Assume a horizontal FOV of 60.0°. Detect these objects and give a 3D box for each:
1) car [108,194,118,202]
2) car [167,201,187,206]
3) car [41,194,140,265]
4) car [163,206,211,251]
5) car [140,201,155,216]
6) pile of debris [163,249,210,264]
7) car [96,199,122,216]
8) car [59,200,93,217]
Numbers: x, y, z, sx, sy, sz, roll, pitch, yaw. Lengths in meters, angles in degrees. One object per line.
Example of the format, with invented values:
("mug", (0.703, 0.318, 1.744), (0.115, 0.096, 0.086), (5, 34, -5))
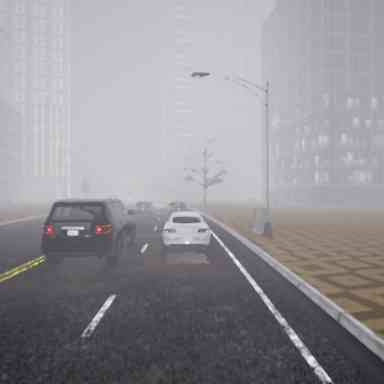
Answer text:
("car", (-17.646, 1.295, 74.251), (2.097, 1.767, 4.553), (0, 0, -12))
("car", (-1.400, 1.574, 32.045), (2.033, 1.411, 5.357), (0, 0, -5))
("car", (-3.410, 1.235, 11.953), (2.150, 2.045, 5.566), (0, 0, -2))
("car", (-0.257, 1.537, 14.071), (1.812, 1.442, 4.674), (0, 0, -2))
("car", (-4.680, 1.578, 32.251), (2.033, 1.411, 5.357), (0, 0, -5))
("pile of debris", (-0.202, 2.185, 11.385), (1.500, 0.140, 1.860), (0, 0, -2))
("car", (-8.282, 1.541, 33.613), (1.837, 1.490, 4.892), (0, 0, -6))
("car", (-11.513, 1.587, 33.385), (2.033, 1.411, 5.357), (0, 0, -5))
